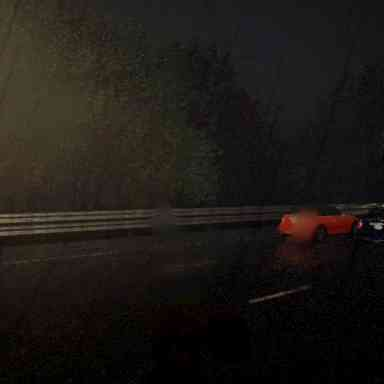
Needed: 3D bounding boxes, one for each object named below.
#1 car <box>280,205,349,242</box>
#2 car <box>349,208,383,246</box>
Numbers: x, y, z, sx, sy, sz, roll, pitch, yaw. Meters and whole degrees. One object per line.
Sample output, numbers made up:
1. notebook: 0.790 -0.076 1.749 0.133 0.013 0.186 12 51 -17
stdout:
1. car: 6.659 1.443 17.074 4.553 1.767 2.097 0 0 -36
2. car: 9.244 1.449 14.620 4.553 1.767 2.097 0 0 -35
